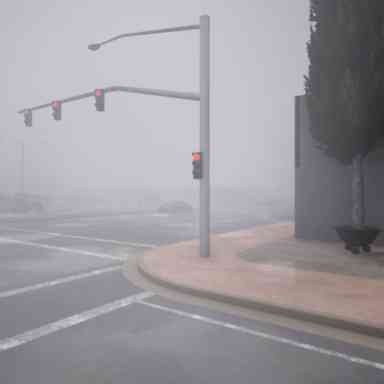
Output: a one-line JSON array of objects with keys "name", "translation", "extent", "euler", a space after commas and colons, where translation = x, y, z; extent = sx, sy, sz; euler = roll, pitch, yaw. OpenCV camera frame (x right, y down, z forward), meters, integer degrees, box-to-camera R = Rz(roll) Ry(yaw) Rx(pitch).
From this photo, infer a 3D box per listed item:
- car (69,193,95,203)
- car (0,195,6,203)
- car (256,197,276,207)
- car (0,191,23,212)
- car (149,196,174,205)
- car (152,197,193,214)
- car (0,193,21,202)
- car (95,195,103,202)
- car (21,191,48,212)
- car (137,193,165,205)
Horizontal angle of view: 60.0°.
[{"name": "car", "translation": [-21.063, 1.118, 62.708], "extent": [4.605, 1.855, 1.932], "euler": [0, 0, 35]}, {"name": "car", "translation": [-38.068, 1.318, 64.697], "extent": [3.905, 1.438, 1.784], "euler": [0, 0, 35]}, {"name": "car", "translation": [11.781, 1.511, 52.612], "extent": [1.812, 1.442, 4.674], "euler": [0, 0, 37]}, {"name": "car", "translation": [-19.837, 1.129, 34.230], "extent": [4.605, 1.855, 1.932], "euler": [0, 0, 35]}, {"name": "car", "translation": [-5.086, 1.371, 54.924], "extent": [3.806, 1.475, 1.970], "euler": [0, 0, 35]}, {"name": "car", "translation": [-1.737, 1.549, 34.740], "extent": [1.994, 1.385, 4.181], "euler": [0, 0, 37]}, {"name": "car", "translation": [-36.554, 1.108, 66.913], "extent": [4.605, 1.855, 1.932], "euler": [0, 0, 35]}, {"name": "car", "translation": [-19.332, 1.328, 65.031], "extent": [3.905, 1.438, 1.784], "euler": [0, 0, 35]}, {"name": "car", "translation": [-18.115, 1.132, 36.557], "extent": [3.866, 1.878, 1.905], "euler": [0, 0, 35]}, {"name": "car", "translation": [-6.773, 1.132, 52.571], "extent": [3.866, 1.878, 1.905], "euler": [0, 0, 35]}]
